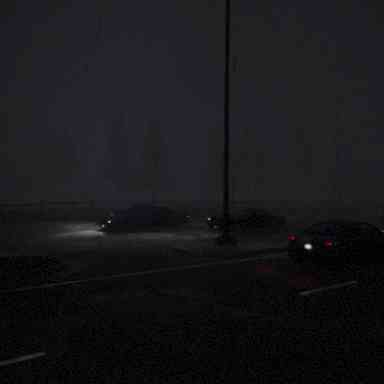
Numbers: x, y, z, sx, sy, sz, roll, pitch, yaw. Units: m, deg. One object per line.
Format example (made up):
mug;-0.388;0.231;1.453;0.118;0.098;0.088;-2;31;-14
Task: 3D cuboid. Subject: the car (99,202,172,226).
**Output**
car;-3.905;1.485;23.262;4.674;1.442;1.812;0;0;-31

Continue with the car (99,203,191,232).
car;-2.673;1.518;19.913;5.357;1.411;2.033;0;0;-31

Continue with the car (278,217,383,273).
car;5.136;1.602;10.912;4.181;1.385;1.994;0;0;-32

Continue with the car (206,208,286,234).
car;3.166;1.621;19.382;4.718;1.301;1.895;0;0;-31
